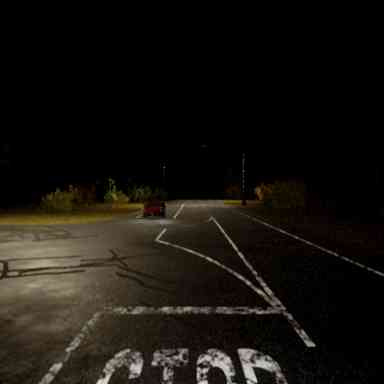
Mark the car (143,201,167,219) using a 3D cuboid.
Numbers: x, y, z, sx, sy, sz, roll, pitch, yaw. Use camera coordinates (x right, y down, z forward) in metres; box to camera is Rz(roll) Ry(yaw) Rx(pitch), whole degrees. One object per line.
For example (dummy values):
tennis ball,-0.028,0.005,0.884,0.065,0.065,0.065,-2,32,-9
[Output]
car,-3.374,1.596,30.942,1.882,1.535,5.008,0,0,0
